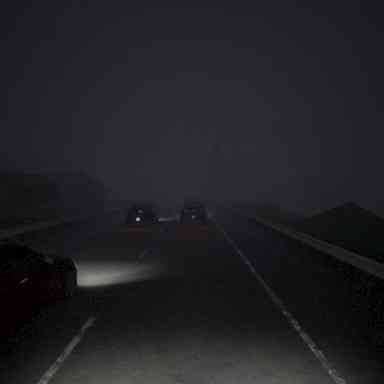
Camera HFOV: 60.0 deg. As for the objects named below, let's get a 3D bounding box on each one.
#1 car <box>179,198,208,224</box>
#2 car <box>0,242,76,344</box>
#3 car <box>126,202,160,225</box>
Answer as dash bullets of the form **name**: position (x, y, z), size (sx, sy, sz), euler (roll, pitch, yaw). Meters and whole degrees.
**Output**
- **car**: position (0.098, 1.443, 24.292), size (2.128, 1.511, 4.902), euler (0, 0, 0)
- **car**: position (-3.401, 1.515, 5.286), size (1.812, 1.442, 4.674), euler (0, 0, 0)
- **car**: position (-3.402, 1.459, 23.355), size (1.837, 1.490, 4.892), euler (0, 0, 0)
